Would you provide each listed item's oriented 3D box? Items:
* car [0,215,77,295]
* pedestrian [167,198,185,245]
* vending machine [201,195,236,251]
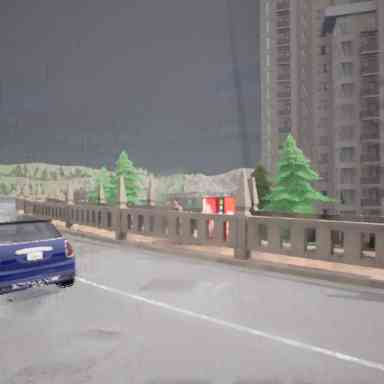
[{"bbox_3d":[-4.825,1.347,8.261,4.553,1.767,2.097,0,0,42],"label":"car"},{"bbox_3d":[-0.602,1.131,12.847,0.375,1.860,0.375,-1,-1,42],"label":"pedestrian"},{"bbox_3d":[1.072,1.185,13.209,0.880,2.100,1.100,-1,0,41],"label":"vending machine"}]
